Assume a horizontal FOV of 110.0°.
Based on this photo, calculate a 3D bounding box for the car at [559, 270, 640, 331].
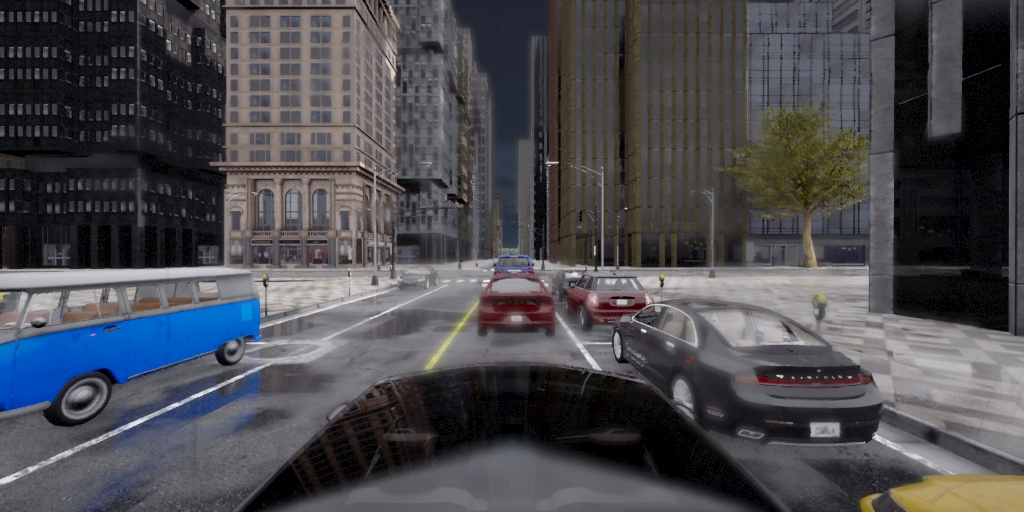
[{"bbox_3d":[2.781,1.188,10.989,1.967,1.591,4.097,0,0,0],"label":"car"}]

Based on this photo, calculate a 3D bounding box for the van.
[{"bbox_3d":[-5.755,1.090,5.362,1.690,1.789,3.998,0,0,0],"label":"van"}]

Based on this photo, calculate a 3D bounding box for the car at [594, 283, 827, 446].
[{"bbox_3d":[2.770,1.300,5.347,2.007,1.370,4.403,0,0,0],"label":"car"}]

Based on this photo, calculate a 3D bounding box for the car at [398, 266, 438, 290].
[{"bbox_3d":[-5.724,1.296,22.285,2.007,1.370,4.403,0,0,0],"label":"car"}]

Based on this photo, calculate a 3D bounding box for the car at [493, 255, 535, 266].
[{"bbox_3d":[0.110,0.967,20.259,2.150,2.045,5.566,0,0,0],"label":"car"}]

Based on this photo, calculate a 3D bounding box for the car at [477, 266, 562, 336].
[{"bbox_3d":[0.109,1.226,10.375,1.882,1.535,5.008,0,0,0],"label":"car"}]
